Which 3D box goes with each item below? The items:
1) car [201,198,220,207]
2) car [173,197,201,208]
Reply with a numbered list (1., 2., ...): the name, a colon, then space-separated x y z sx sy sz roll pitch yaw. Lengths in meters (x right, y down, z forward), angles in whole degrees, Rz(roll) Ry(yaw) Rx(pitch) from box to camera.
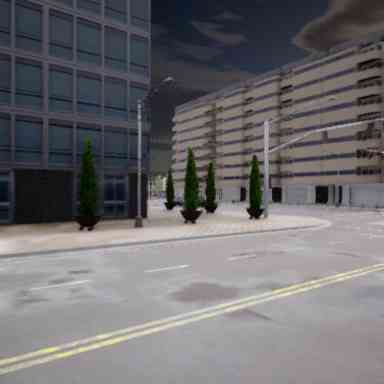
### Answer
1. car: 1.861 1.550 49.840 2.033 1.411 5.357 0 0 -35
2. car: -1.288 1.501 48.232 1.837 1.490 4.892 0 0 -35
